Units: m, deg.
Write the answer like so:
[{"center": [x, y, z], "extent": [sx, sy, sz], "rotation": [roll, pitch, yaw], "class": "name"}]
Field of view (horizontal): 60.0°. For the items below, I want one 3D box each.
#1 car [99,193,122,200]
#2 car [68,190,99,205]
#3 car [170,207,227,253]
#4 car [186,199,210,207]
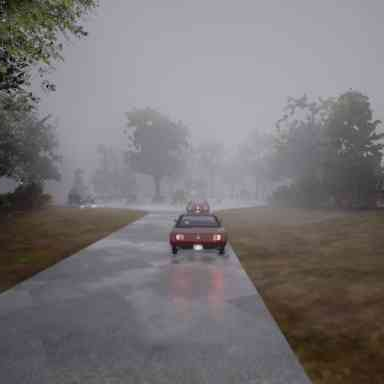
[{"center": [-16.093, 0.815, 64.468], "extent": [2.033, 1.411, 5.357], "rotation": [1, 1, 38], "class": "car"}, {"center": [-15.721, 0.701, 47.122], "extent": [2.150, 2.045, 5.566], "rotation": [-1, 1, -39], "class": "car"}, {"center": [0.236, 1.463, 12.915], "extent": [1.895, 1.301, 4.718], "rotation": [0, 1, 1], "class": "car"}, {"center": [0.601, 1.285, 28.306], "extent": [1.895, 1.301, 4.718], "rotation": [0, 1, 4], "class": "car"}]
